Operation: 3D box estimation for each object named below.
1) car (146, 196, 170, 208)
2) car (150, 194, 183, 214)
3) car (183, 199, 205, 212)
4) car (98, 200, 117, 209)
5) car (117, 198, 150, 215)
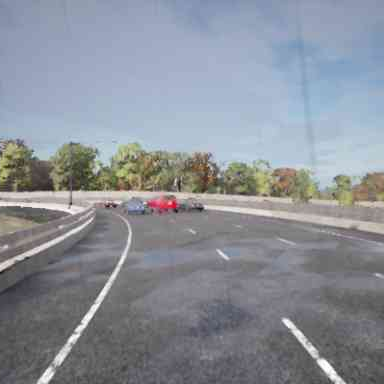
[{"bbox_3d":[-5.341,1.469,51.111,2.097,1.767,4.553,-1,0,-28],"label":"car"},{"bbox_3d":[-3.259,1.301,37.633,2.150,2.045,5.566,-1,0,-21],"label":"car"},{"bbox_3d":[-0.275,1.594,39.908,2.033,1.411,5.357,-1,0,-22],"label":"car"},{"bbox_3d":[-12.904,1.804,50.474,1.895,1.301,4.718,-1,0,-30],"label":"car"},{"bbox_3d":[-6.446,1.661,36.287,2.033,1.411,5.357,-1,0,-21],"label":"car"}]
